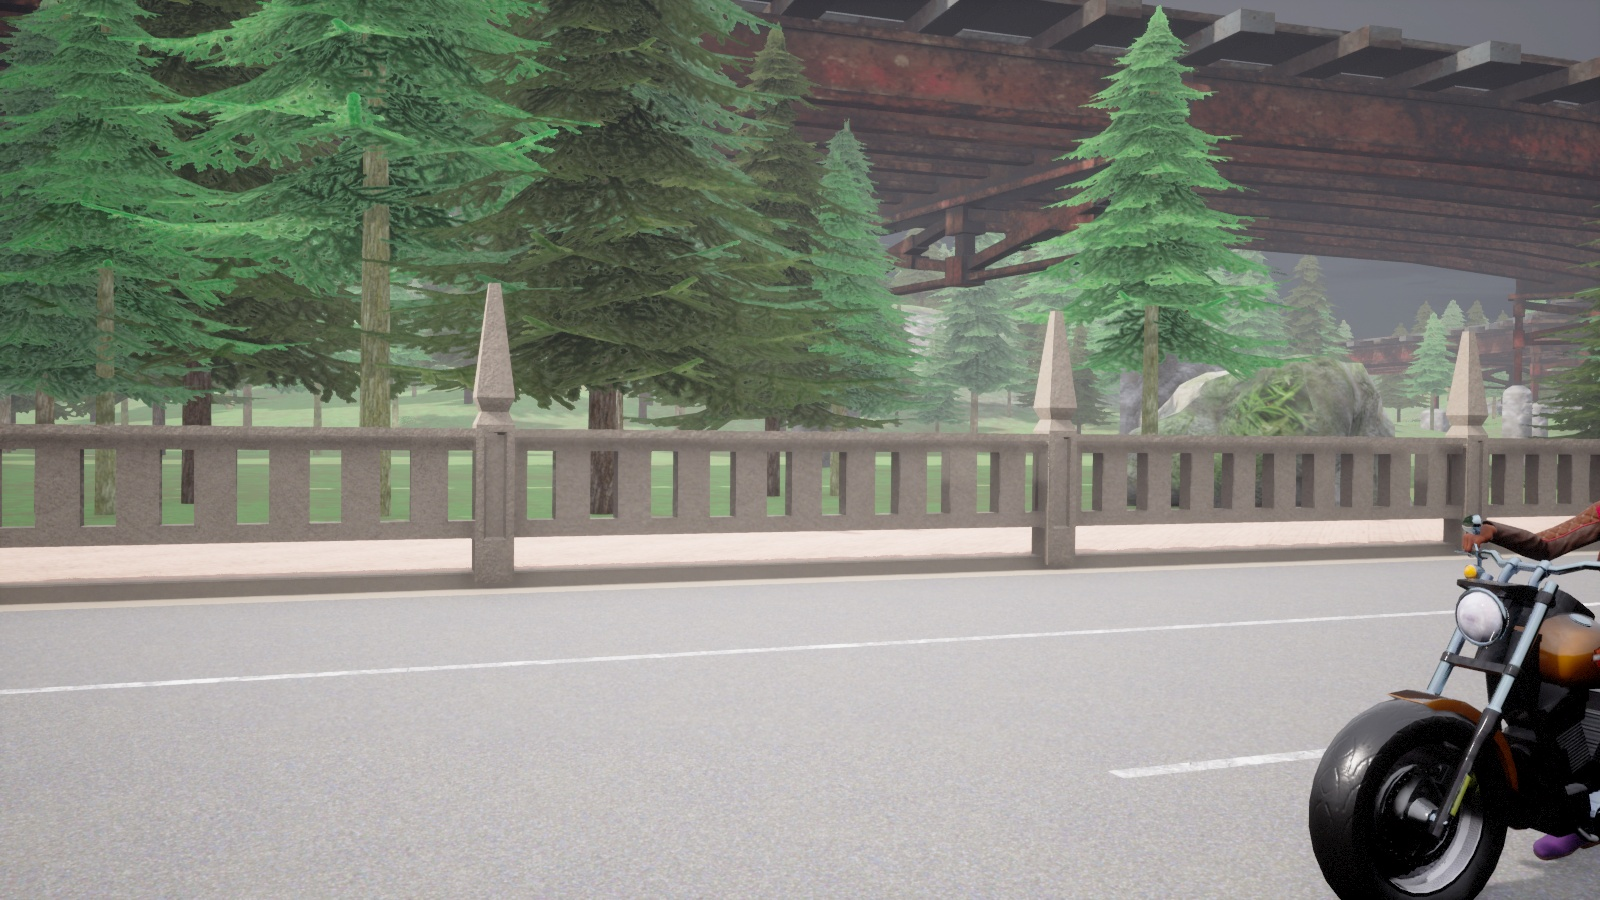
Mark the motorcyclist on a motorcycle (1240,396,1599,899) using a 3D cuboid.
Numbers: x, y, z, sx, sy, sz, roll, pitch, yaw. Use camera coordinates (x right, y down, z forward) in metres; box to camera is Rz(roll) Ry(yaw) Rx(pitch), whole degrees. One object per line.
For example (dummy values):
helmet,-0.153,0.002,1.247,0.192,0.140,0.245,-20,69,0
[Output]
motorcyclist on a motorcycle,2.716,0.650,4.271,2.350,1.649,0.766,-1,1,-21
